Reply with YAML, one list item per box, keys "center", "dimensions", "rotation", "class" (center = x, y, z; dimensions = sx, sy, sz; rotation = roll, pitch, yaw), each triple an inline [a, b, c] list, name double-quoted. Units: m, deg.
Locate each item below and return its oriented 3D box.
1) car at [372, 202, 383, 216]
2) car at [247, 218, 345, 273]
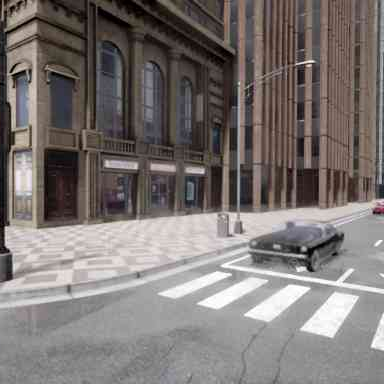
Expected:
- center: [18.773, 1.633, 32.296]
  dimensions: [1.895, 1.301, 4.718]
  rotation: [1, 0, 35]
  class: "car"
- center: [3.630, 1.595, 11.042]
  dimensions: [1.895, 1.301, 4.718]
  rotation: [1, 0, 35]
  class: "car"
